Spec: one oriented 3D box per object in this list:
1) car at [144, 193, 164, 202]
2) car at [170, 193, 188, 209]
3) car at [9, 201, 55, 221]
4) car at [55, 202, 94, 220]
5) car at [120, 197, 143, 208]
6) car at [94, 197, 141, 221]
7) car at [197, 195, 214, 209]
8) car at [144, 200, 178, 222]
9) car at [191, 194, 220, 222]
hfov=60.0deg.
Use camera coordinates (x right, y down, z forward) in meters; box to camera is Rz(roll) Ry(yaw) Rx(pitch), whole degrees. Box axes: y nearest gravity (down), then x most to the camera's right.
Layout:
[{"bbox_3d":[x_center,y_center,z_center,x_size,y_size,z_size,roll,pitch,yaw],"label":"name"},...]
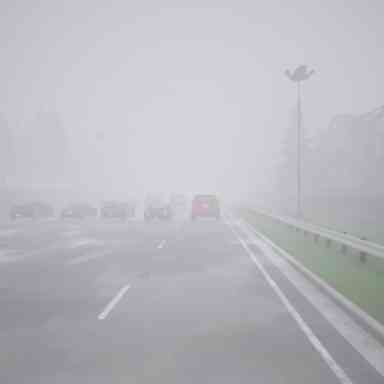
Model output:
[{"bbox_3d":[-5.218,1.189,46.008,2.150,2.045,5.566,0,0,3],"label":"car"},{"bbox_3d":[-1.771,1.195,44.850,2.150,2.045,5.566,0,0,3],"label":"car"},{"bbox_3d":[-12.909,1.467,27.247,1.837,1.490,4.892,0,0,2],"label":"car"},{"bbox_3d":[-9.380,1.531,27.875,1.994,1.385,4.181,0,0,2],"label":"car"},{"bbox_3d":[-8.630,1.449,47.793,2.128,1.511,4.902,0,0,3],"label":"car"},{"bbox_3d":[-5.912,1.466,27.015,2.128,1.511,4.902,0,0,2],"label":"car"},{"bbox_3d":[1.802,1.328,44.520,2.097,1.767,4.553,0,0,2],"label":"car"},{"bbox_3d":[-2.445,1.581,26.147,1.895,1.301,4.718,0,0,2],"label":"car"},{"bbox_3d":[1.072,1.204,26.489,2.150,2.045,5.566,0,0,2],"label":"car"}]
